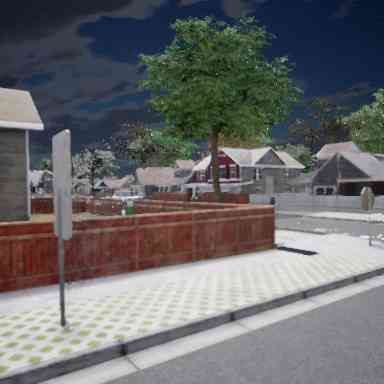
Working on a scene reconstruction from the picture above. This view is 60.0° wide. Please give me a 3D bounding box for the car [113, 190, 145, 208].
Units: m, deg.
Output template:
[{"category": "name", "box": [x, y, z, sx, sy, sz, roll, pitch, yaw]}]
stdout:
[{"category": "car", "box": [-7.447, 0.830, 38.801, 2.150, 2.045, 5.566, -2, 1, -35]}]
